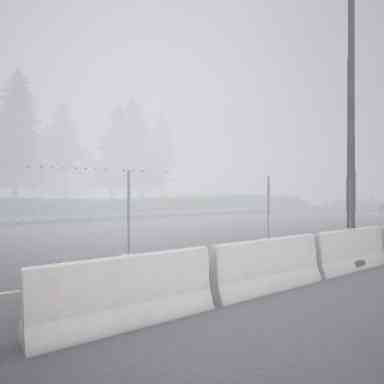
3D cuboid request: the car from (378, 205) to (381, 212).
[{"bbox_3d":[22.689,1.547,37.247,4.674,1.442,1.812,0,0,-35],"label":"car"}]
